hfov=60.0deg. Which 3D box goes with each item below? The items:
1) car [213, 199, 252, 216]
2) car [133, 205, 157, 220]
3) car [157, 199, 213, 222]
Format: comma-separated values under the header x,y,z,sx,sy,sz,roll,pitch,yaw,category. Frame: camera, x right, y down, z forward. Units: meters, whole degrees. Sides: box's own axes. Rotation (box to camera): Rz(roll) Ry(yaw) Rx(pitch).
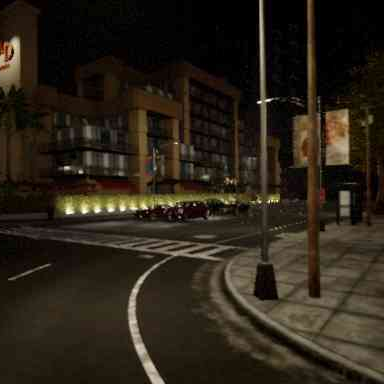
x,y,z,sx,sy,sz,roll,pitch,yaw,category
4.768,1.678,35.853,2.128,1.511,4.902,-1,0,35,car
-3.187,1.826,30.615,1.895,1.301,4.718,-1,0,35,car
-0.484,1.538,28.374,2.097,1.767,4.553,-1,0,35,car
